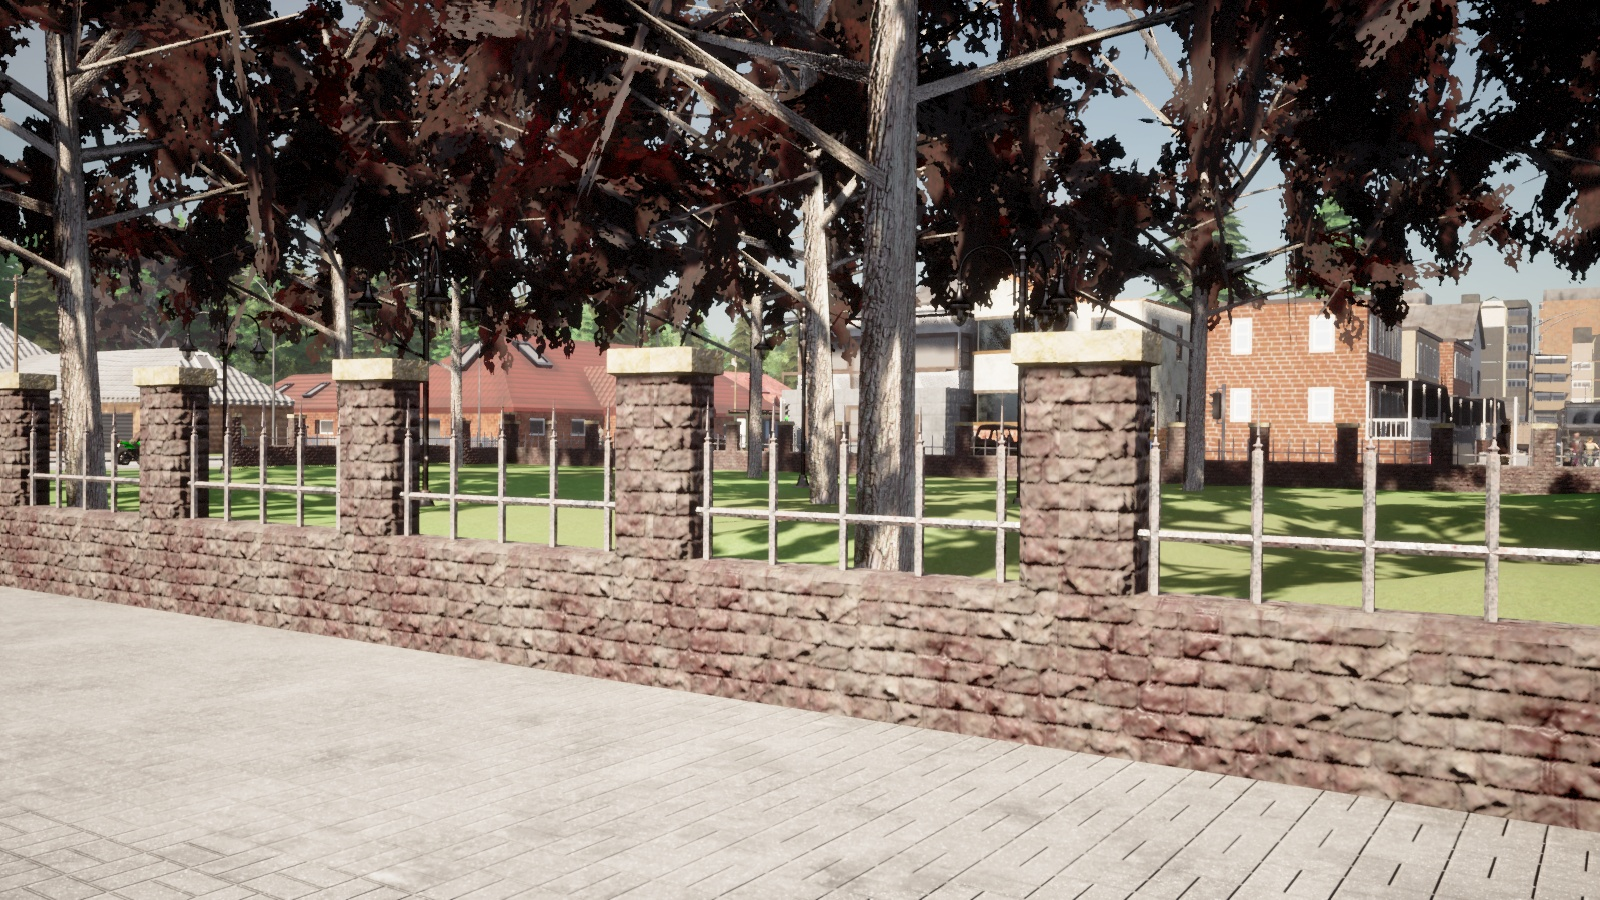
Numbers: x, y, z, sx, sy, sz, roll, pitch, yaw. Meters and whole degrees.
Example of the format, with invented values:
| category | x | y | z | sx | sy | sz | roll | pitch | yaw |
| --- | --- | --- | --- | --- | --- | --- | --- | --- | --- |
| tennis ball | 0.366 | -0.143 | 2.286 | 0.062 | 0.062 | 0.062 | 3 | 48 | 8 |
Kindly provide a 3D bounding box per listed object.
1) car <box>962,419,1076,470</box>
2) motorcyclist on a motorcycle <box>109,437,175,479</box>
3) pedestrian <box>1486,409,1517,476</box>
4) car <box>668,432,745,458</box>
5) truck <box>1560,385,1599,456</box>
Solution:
| category | x | y | z | sx | sy | sz | roll | pitch | yaw |
| --- | --- | --- | --- | --- | --- | --- | --- | --- | --- |
| car | 8.383 | -0.206 | 48.138 | 3.866 | 1.878 | 1.905 | 0 | 1 | 32 |
| motorcyclist on a motorcycle | -24.805 | 0.291 | 47.363 | 0.797 | 1.523 | 2.044 | 0 | 1 | 32 |
| pedestrian | 19.298 | -0.205 | 34.543 | 0.703 | 1.840 | 0.431 | 0 | 1 | 34 |
| car | -5.643 | -0.303 | 76.333 | 2.128 | 1.511 | 4.902 | 0 | 1 | 34 |
| truck | 40.713 | -1.495 | 64.162 | 2.891 | 3.462 | 7.936 | 0 | 1 | 34 |
